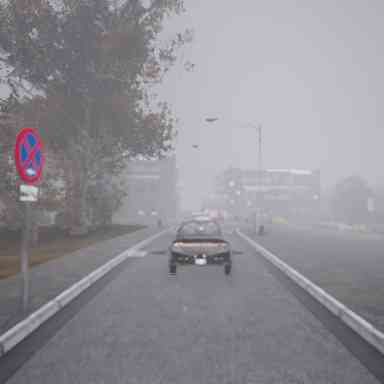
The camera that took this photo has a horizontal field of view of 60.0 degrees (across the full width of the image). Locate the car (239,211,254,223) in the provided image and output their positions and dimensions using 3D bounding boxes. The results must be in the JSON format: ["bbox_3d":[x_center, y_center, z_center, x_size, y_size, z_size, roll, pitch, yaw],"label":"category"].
[{"bbox_3d":[7.755,4.063,53.811,2.185,1.767,4.553,7,-5,-31],"label":"car"}]

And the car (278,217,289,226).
[{"bbox_3d":[13.584,4.792,55.065,1.946,1.575,5.366,7,-5,-30],"label":"car"}]

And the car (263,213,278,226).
[{"bbox_3d":[10.752,4.241,54.371,2.435,2.045,5.566,8,-5,-30],"label":"car"}]

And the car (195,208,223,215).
[{"bbox_3d":[1.905,3.499,52.724,2.435,2.045,5.566,2,-4,-30],"label":"car"}]

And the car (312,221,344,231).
[{"bbox_3d":[22.553,5.726,56.439,2.002,1.452,4.674,7,-5,-29],"label":"car"}]

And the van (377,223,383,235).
[{"bbox_3d":[31.545,6.354,57.856,1.878,1.987,4.442,8,-5,-29],"label":"van"}]

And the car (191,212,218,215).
[{"bbox_3d":[0.695,2.329,23.780,1.812,1.442,4.674,0,-3,2],"label":"car"}]

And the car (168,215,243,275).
[{"bbox_3d":[0.267,1.719,11.246,2.128,1.511,4.902,0,-2,1],"label":"car"}]

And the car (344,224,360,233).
[{"bbox_3d":[25.523,6.025,56.951,2.002,1.452,4.674,8,-5,-29],"label":"car"}]

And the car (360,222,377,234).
[{"bbox_3d":[28.403,6.284,57.606,1.946,1.575,5.366,7,-5,-29],"label":"car"}]

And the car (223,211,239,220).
[{"bbox_3d":[4.783,3.803,53.312,2.185,1.767,4.553,5,-5,-31],"label":"car"}]

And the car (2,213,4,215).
[{"bbox_3d":[-39.142,5.347,68.287,2.150,2.045,5.566,1,-3,-25],"label":"car"}]
